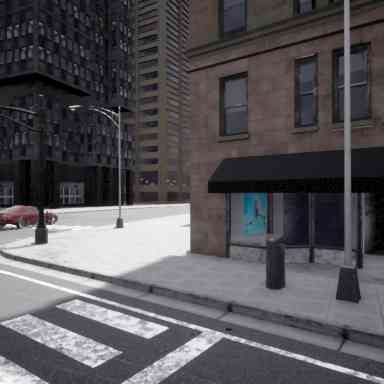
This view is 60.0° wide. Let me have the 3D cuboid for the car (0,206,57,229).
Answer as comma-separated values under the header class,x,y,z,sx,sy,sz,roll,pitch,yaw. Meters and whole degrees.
class,x,y,z,sx,sy,sz,roll,pitch,yaw
car,-11.363,1.672,22.859,1.812,1.442,4.674,0,-1,17
